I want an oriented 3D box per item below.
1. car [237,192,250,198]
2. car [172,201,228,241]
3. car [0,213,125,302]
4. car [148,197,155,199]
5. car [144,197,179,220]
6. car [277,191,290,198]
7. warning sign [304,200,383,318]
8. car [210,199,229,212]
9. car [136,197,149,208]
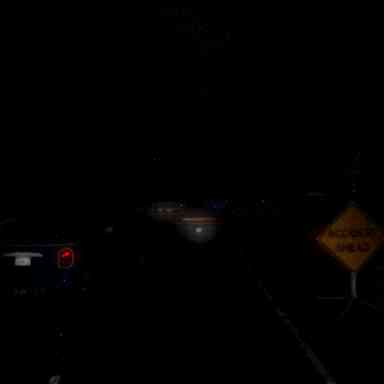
[{"bbox_3d":[11.928,0.720,77.340,1.837,1.490,4.892,-1,1,28],"label":"car"},{"bbox_3d":[0.478,1.395,16.213,2.128,1.511,4.902,0,0,3],"label":"car"},{"bbox_3d":[-3.115,1.307,8.351,2.097,1.767,4.553,0,0,1],"label":"car"},{"bbox_3d":[-2.950,1.301,39.193,2.033,1.411,5.357,0,0,13],"label":"car"},{"bbox_3d":[-1.847,1.390,25.903,2.033,1.411,5.357,0,0,8],"label":"car"},{"bbox_3d":[21.597,0.614,78.557,1.837,1.490,4.892,-1,1,33],"label":"car"},{"bbox_3d":[2.831,1.085,5.872,1.300,1.860,1.060,-1,-1,0],"label":"warning sign"},{"bbox_3d":[2.411,1.346,31.778,1.994,1.385,4.181,0,0,10],"label":"car"},{"bbox_3d":[-5.478,1.311,42.276,1.994,1.385,4.181,0,0,14],"label":"car"}]
